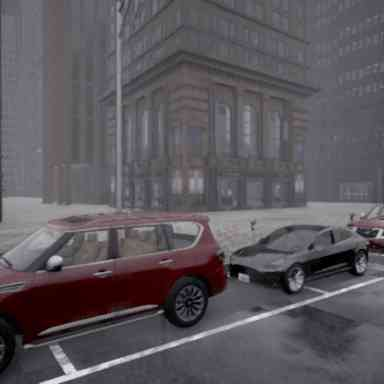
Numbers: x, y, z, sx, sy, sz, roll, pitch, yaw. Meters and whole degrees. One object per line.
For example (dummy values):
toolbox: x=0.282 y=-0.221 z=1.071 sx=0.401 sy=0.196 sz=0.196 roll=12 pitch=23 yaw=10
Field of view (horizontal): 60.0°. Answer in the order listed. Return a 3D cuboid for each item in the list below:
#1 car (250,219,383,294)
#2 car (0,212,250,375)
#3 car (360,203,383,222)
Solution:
car: x=2.945 y=1.554 z=8.749 sx=4.313 sy=1.339 sz=1.947 roll=0 pitch=0 yaw=-35
car: x=-1.677 y=1.312 z=5.452 sx=5.009 sy=1.841 sz=2.192 roll=0 pitch=0 yaw=-35
car: x=7.567 y=1.294 z=12.046 sx=5.009 sy=1.841 sz=2.192 roll=0 pitch=0 yaw=-35
